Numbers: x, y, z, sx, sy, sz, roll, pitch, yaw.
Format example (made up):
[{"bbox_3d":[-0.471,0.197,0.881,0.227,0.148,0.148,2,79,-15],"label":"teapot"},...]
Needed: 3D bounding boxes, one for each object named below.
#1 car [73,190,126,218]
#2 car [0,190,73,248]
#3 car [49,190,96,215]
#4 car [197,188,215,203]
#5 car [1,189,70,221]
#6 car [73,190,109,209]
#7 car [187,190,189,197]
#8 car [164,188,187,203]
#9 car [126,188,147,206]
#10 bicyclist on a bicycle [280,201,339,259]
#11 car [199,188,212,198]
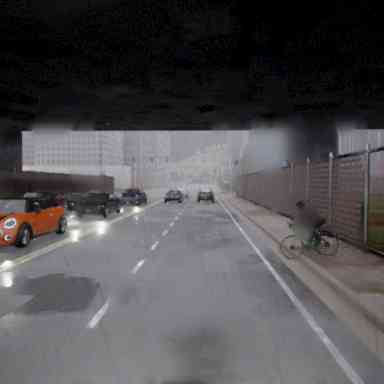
[{"bbox_3d":[-6.232,0.807,22.775,1.882,1.535,5.008,0,2,2],"label":"car"},{"bbox_3d":[-6.631,0.968,12.781,2.097,1.767,4.553,0,2,3],"label":"car"},{"bbox_3d":[-9.486,0.765,26.799,1.895,1.301,4.718,1,6,2],"label":"car"},{"bbox_3d":[1.569,0.391,38.248,2.128,1.511,4.902,0,2,2],"label":"car"},{"bbox_3d":[-9.795,0.718,21.269,2.097,1.767,4.553,0,2,2],"label":"car"},{"bbox_3d":[-9.380,0.628,31.263,1.812,1.442,4.674,0,3,3],"label":"car"},{"bbox_3d":[-1.539,0.097,49.437,1.812,1.442,4.674,0,1,3],"label":"car"},{"bbox_3d":[-1.997,0.463,37.444,2.033,1.411,5.357,0,2,3],"label":"car"},{"bbox_3d":[-5.801,0.392,32.864,2.097,1.767,4.553,0,2,3],"label":"car"},{"bbox_3d":[3.271,1.061,9.358,1.656,1.620,0.582,-5,1,2],"label":"bicyclist on a bicycle"},{"bbox_3d":[1.955,0.114,49.060,1.812,1.442,4.674,0,2,2],"label":"car"}]
